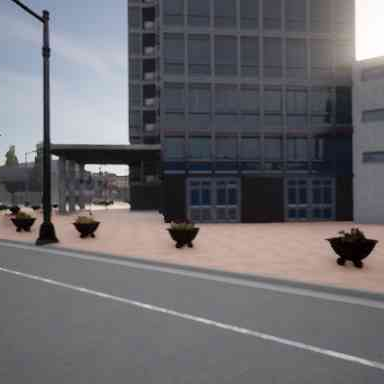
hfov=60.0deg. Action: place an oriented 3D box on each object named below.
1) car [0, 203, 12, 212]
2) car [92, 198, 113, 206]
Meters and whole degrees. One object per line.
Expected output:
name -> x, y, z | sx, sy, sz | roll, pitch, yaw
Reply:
car -> -26.417, 2.128, 45.204 | 1.895, 1.301, 4.718 | -1, 0, -2
car -> -19.309, 2.159, 72.082 | 2.128, 1.511, 4.902 | -1, 0, 34
